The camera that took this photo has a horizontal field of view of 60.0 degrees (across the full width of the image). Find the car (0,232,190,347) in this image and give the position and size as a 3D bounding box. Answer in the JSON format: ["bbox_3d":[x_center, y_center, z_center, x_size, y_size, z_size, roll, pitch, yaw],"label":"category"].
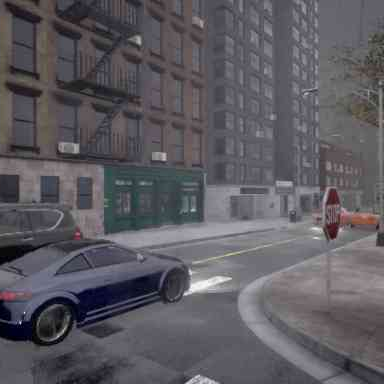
[{"bbox_3d":[-1.896,1.638,6.598,1.994,1.385,4.181,-1,-2,39],"label":"car"}]

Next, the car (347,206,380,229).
[{"bbox_3d":[14.657,2.026,27.318,2.097,1.767,4.553,0,-2,39],"label":"car"}]

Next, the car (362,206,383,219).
[{"bbox_3d":[23.875,2.620,43.422,2.128,1.511,4.902,0,-1,39],"label":"car"}]

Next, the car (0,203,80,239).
[{"bbox_3d":[-5.132,1.287,7.291,2.150,2.045,5.566,0,-1,39],"label":"car"}]

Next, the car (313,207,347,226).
[{"bbox_3d":[12.138,2.033,28.882,2.097,1.767,4.553,0,-2,39],"label":"car"}]
